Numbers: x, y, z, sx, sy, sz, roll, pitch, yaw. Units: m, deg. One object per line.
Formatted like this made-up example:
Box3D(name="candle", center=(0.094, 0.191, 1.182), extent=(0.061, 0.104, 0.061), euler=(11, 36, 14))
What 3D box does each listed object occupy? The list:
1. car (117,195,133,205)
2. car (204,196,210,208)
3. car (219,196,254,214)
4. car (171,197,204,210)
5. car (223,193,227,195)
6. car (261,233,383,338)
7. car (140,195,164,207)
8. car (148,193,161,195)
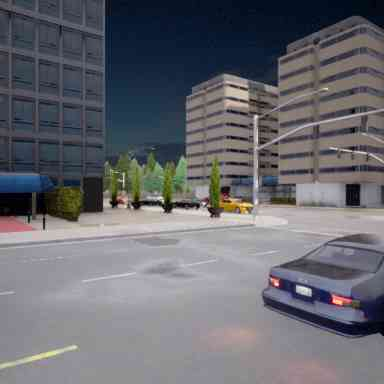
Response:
Box3D(name="car", center=(-12.164, 1.351, 59.849), extent=(2.097, 1.767, 4.553), euler=(0, 0, -35))
Box3D(name="car", center=(0.282, 1.491, 48.105), extent=(2.128, 1.511, 4.902), euler=(0, 0, -35))
Box3D(name="car", center=(4.495, 1.477, 35.987), extent=(1.882, 1.535, 5.008), euler=(0, 0, -35))
Box3D(name="car", center=(-0.865, 1.600, 43.641), extent=(1.895, 1.301, 4.718), euler=(0, 0, -35))
Box3D(name="car", center=(3.802, 1.220, 55.603), extent=(2.150, 2.045, 5.566), euler=(0, 0, -35))
Box3D(name="car", center=(3.750, 1.547, 6.496), extent=(5.357, 1.411, 2.033), euler=(0, 0, -35))
Box3D(name="car", center=(-6.255, 1.600, 51.341), extent=(1.895, 1.301, 4.718), euler=(0, 0, -35))
Box3D(name="car", center=(-5.783, 1.221, 56.788), extent=(2.150, 2.045, 5.566), euler=(0, 0, -34))
